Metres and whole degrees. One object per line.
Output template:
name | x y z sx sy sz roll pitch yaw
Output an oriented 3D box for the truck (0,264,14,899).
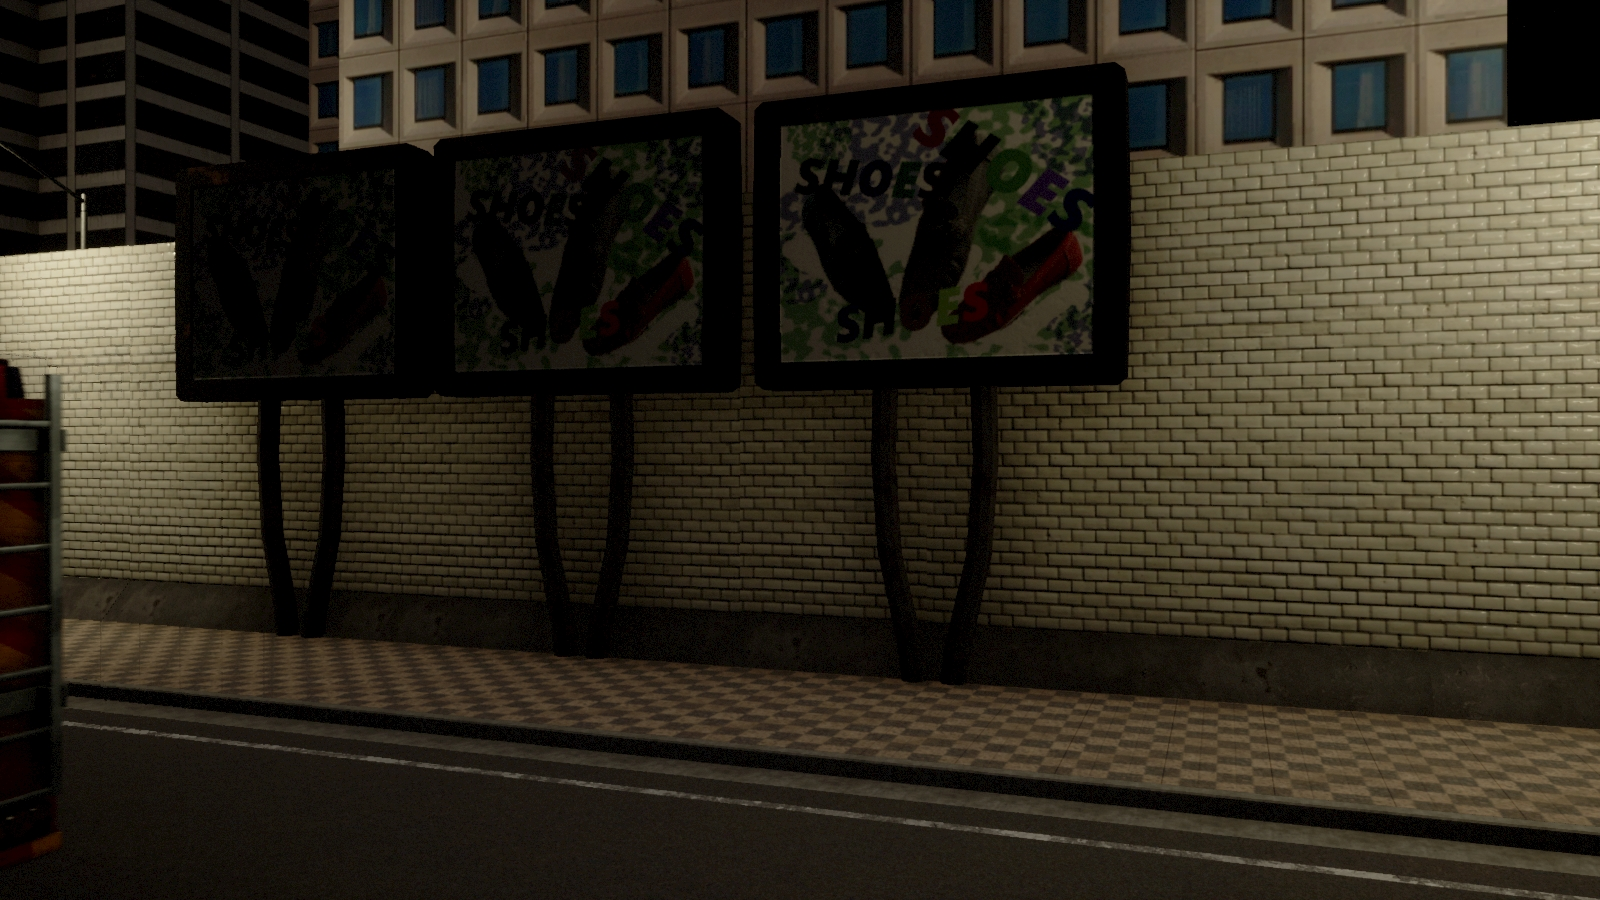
truck | -9.101 0.835 6.593 8.468 3.827 2.891 0 0 17
